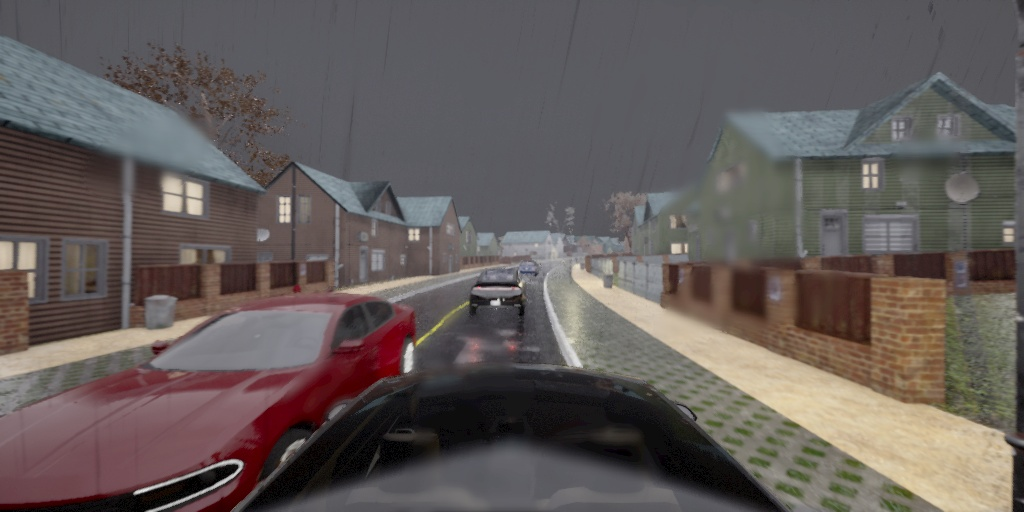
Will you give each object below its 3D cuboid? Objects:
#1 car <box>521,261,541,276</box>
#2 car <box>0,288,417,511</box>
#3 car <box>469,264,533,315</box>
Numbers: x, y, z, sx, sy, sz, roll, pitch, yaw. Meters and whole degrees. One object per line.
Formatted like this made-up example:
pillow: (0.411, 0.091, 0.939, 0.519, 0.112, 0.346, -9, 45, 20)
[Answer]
car: (1.668, 1.149, 34.527, 2.033, 1.411, 5.357, 0, 0, 8)
car: (-2.533, 1.222, 4.212, 1.882, 1.535, 5.008, 0, 0, -1)
car: (-0.376, 1.216, 13.398, 2.128, 1.511, 4.902, 0, 0, 3)
